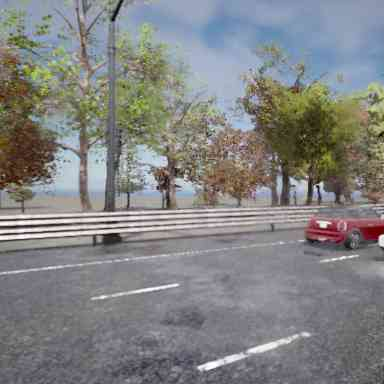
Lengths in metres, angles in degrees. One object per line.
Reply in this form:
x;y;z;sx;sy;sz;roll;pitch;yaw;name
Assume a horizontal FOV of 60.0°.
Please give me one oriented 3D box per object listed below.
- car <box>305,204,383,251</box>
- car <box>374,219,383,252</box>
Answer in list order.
7.092;1.370;14.428;4.553;1.767;2.097;0;0;-31;car
8.494;1.620;11.199;4.718;1.301;1.895;0;0;-31;car
